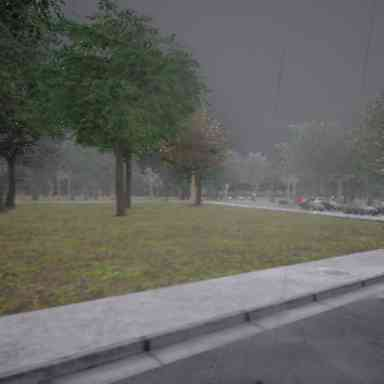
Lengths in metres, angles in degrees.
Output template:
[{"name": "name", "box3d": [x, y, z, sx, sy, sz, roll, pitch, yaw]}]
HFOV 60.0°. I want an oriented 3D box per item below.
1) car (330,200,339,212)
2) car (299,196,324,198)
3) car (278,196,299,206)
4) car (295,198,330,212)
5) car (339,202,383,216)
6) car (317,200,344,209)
[{"name": "car", "box3d": [20.898, 2.106, 49.991, 1.882, 1.535, 5.008, 1, 0, -12]}, {"name": "car", "box3d": [22.169, 1.957, 60.169, 2.150, 2.045, 5.566, 1, 0, -11]}, {"name": "car", "box3d": [19.949, 2.143, 70.220, 2.128, 1.511, 4.902, 1, 0, -12]}, {"name": "car", "box3d": [17.713, 2.083, 49.312, 1.837, 1.490, 4.892, 1, -1, -12]}, {"name": "car", "box3d": [19.866, 2.078, 39.283, 1.994, 1.385, 4.181, 1, -1, -12]}, {"name": "car", "box3d": [25.302, 2.278, 61.021, 2.128, 1.511, 4.902, 1, 0, -12]}]
